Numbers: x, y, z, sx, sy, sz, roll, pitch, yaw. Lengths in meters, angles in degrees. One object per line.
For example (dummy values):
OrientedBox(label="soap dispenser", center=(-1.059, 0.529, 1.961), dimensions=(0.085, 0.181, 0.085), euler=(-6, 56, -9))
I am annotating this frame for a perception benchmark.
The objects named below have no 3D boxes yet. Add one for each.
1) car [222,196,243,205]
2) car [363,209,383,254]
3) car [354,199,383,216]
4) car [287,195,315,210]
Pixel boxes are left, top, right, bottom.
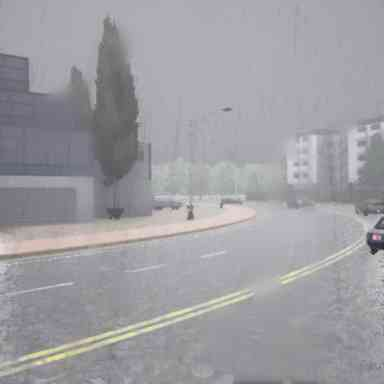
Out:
OrientedBox(label="car", center=(6.636, 1.396, 55.048), dimensions=(1.812, 1.442, 4.674), euler=(0, 0, -22))
OrientedBox(label="car", center=(7.912, 1.517, 12.359), dimensions=(1.895, 1.301, 4.718), euler=(0, 0, 37))
OrientedBox(label="car", center=(15.539, 1.318, 28.938), dimensions=(2.128, 1.511, 4.902), euler=(0, 0, 15))
OrientedBox(label="car", center=(13.137, 1.185, 40.300), dimensions=(2.097, 1.767, 4.553), euler=(-1, 0, -2))
